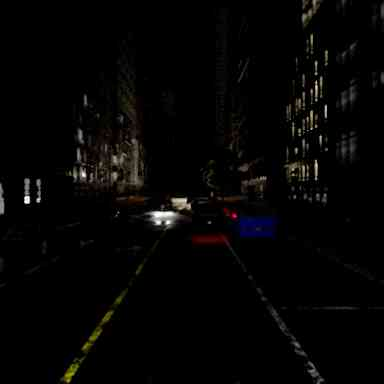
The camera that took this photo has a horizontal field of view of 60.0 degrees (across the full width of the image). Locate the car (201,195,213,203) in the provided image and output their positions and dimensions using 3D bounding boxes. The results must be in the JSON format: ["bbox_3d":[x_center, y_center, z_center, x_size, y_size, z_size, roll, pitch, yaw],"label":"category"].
[{"bbox_3d":[2.699,1.245,60.976,2.008,1.369,4.403,0,0,0],"label":"car"}]

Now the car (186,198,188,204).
[{"bbox_3d":[0.008,1.275,55.203,2.033,1.411,5.357,0,0,0],"label":"car"}]

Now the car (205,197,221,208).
[{"bbox_3d":[2.696,1.370,43.899,1.802,1.307,4.206,0,0,0],"label":"car"}]

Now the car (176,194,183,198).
[{"bbox_3d":[-2.989,0.991,78.934,1.812,1.442,4.674,0,0,0],"label":"car"}]

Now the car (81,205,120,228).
[{"bbox_3d":[-5.688,1.480,21.133,1.802,1.307,4.206,0,0,0],"label":"car"}]

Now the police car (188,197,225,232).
[{"bbox_3d":[0.902,1.331,19.566,1.930,1.638,5.238,0,0,0],"label":"police car"}]

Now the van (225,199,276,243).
[{"bbox_3d":[2.692,1.267,15.437,1.690,1.788,3.998,0,0,0],"label":"van"}]

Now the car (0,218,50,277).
[{"bbox_3d":[-5.690,1.504,9.749,2.008,1.369,4.403,0,0,0],"label":"car"}]

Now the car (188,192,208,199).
[{"bbox_3d":[0.905,1.054,35.485,2.150,2.045,5.566,0,0,0],"label":"car"}]

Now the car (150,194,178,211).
[{"bbox_3d":[-3.089,1.311,37.510,2.128,1.511,4.902,0,0,0],"label":"car"}]

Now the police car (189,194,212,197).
[{"bbox_3d":[0.904,1.283,29.566,1.930,1.638,5.238,0,0,0],"label":"police car"}]

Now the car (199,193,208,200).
[{"bbox_3d":[2.702,1.026,78.052,1.967,1.590,4.097,0,0,0],"label":"car"}]

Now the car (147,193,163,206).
[{"bbox_3d":[-5.683,1.310,49.596,2.008,1.369,4.403,0,0,0],"label":"car"}]

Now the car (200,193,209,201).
[{"bbox_3d":[2.701,1.062,72.360,1.967,1.590,4.097,0,0,0],"label":"car"}]

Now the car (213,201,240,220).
[{"bbox_3d":[2.694,1.453,26.822,1.802,1.307,4.206,0,0,0],"label":"car"}]

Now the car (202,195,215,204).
[{"bbox_3d":[2.698,1.278,55.284,2.008,1.369,4.403,0,0,0],"label":"car"}]

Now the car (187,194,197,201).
[{"bbox_3d":[0.010,1.059,70.202,2.033,1.411,5.357,0,0,0],"label":"car"}]
